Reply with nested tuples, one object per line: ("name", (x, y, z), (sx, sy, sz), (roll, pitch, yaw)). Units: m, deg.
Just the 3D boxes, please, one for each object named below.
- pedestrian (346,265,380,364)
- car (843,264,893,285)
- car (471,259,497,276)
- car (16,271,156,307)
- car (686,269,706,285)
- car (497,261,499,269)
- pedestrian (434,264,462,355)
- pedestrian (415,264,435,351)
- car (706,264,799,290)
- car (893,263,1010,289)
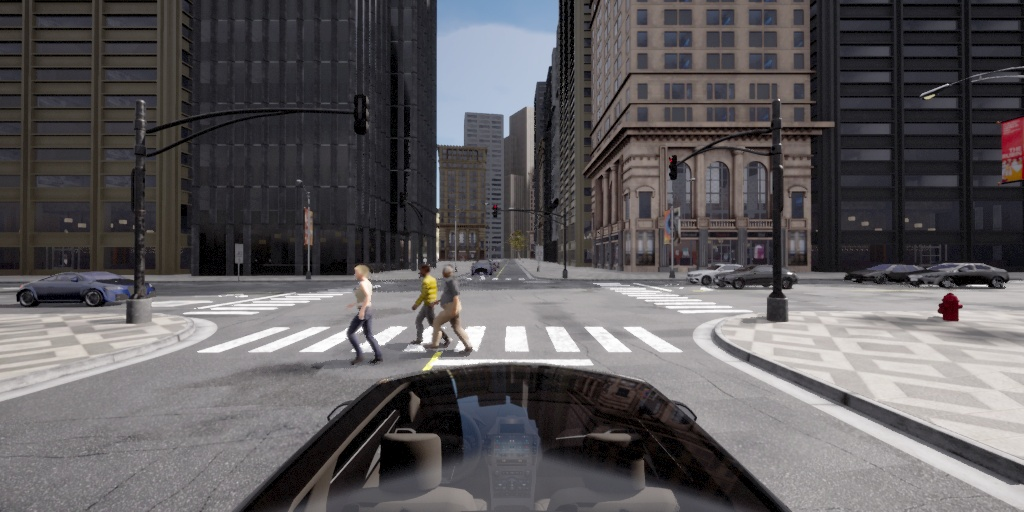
("pedestrian", (-2.724, 1.044, 6.570), (0.375, 1.860, 0.375), (0, 0, 0))
("car", (26.494, 1.254, 24.991), (5.357, 1.411, 2.033), (0, 0, 0))
("car", (-3.039, 1.141, 37.641), (2.097, 1.767, 4.553), (0, 0, 0))
("car", (-17.654, 1.333, 15.011), (4.181, 1.385, 1.994), (0, 0, 0))
("car", (14.643, 1.262, 24.986), (4.674, 1.442, 1.812), (0, 0, 0))
("car", (-3.047, 1.373, 46.661), (1.994, 1.385, 4.181), (0, 0, 0))
("pedestrian", (-1.271, 1.038, 7.170), (0.375, 1.860, 0.375), (0, 0, 0))
("pedestrian", (-1.797, 1.030, 7.771), (0.375, 1.860, 0.375), (0, 0, 0))
("car", (14.707, 1.238, 21.726), (4.674, 1.442, 1.812), (0, 0, -1))
("car", (26.847, 1.174, 21.739), (4.902, 1.511, 2.128), (0, 0, 0))
